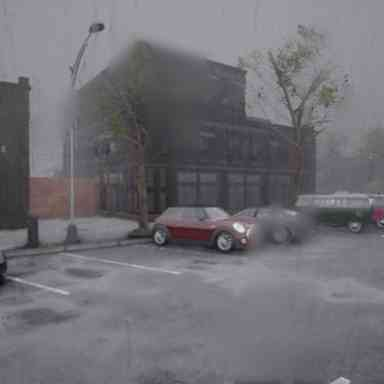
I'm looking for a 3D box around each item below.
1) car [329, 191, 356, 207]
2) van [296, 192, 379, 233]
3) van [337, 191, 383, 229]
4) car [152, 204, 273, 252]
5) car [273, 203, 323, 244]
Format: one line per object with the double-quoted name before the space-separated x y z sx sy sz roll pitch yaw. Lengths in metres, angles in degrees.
"car" 21.655 0.921 47.769 2.435 2.045 5.566 0 1 36
"van" 7.737 1.145 18.730 4.442 1.987 1.878 -1 0 35
"van" 10.147 1.124 20.447 4.442 1.987 1.878 -1 0 35
"car" 0.584 1.306 13.533 4.553 1.767 2.185 -1 -1 35
"car" 3.025 1.412 15.234 4.892 1.521 2.231 -1 0 34
